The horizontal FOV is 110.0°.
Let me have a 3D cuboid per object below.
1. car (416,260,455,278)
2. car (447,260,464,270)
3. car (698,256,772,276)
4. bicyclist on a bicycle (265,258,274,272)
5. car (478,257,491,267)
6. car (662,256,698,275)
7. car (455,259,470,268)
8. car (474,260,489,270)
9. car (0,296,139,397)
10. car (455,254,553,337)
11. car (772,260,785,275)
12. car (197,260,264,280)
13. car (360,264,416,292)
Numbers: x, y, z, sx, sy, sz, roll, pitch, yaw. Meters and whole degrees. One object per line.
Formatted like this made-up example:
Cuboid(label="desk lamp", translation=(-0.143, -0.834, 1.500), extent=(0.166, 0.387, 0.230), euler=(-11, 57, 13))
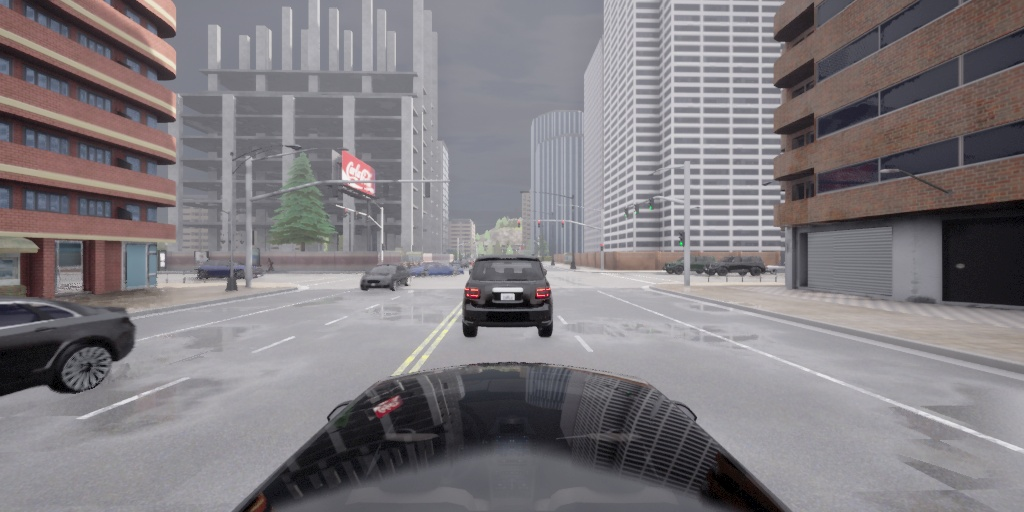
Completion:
Cuboid(label="car", translation=(-7.247, 1.298, 33.841), extent=(5.357, 1.411, 2.033), euler=(0, 0, -32))
Cuboid(label="car", translation=(-8.112, 1.313, 51.790), extent=(1.994, 1.385, 4.181), euler=(0, 0, -1))
Cuboid(label="car", translation=(21.996, 0.971, 35.550), extent=(5.566, 2.045, 2.150), euler=(0, 0, -2))
Cuboid(label="bicyclist on a bicycle", translation=(-28.705, 1.051, 42.519), extent=(0.582, 1.620, 1.656), euler=(0, 0, -1))
Cuboid(label="car", translation=(-4.830, 1.102, 64.311), extent=(2.097, 1.767, 4.553), euler=(0, 0, -1))
Cuboid(label="car", translation=(19.385, 0.972, 38.980), extent=(5.566, 2.045, 2.150), euler=(0, 0, -1))
Cuboid(label="car", translation=(-8.272, 1.255, 60.361), extent=(1.837, 1.490, 4.892), euler=(0, 0, -1))
Cuboid(label="car", translation=(-4.666, 1.314, 54.620), extent=(1.994, 1.385, 4.181), euler=(0, 0, -1))
Cuboid(label="car", translation=(-7.132, 1.242, 3.875), extent=(2.128, 1.511, 4.902), euler=(0, 0, -1))
Cuboid(label="car", translation=(-0.120, 0.971, 10.397), extent=(2.150, 2.045, 5.566), euler=(0, 0, -1))
Cuboid(label="car", translation=(29.515, 1.351, 39.231), extent=(4.718, 1.301, 1.895), euler=(0, 0, -1))
Cuboid(label="car", translation=(-23.928, 1.101, 30.655), extent=(4.553, 1.767, 2.097), euler=(0, 0, -1))
Cuboid(label="car", translation=(-7.498, 1.252, 21.660), extent=(1.837, 1.490, 4.892), euler=(0, 1, -1))
